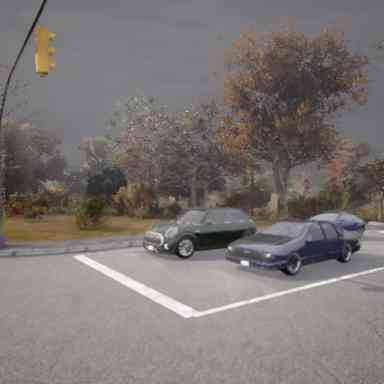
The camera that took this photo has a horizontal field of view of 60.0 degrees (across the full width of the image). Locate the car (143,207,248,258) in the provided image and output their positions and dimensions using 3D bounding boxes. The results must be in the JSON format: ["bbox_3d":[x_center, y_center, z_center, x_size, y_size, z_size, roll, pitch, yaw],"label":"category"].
[{"bbox_3d":[0.413,1.402,12.943,4.553,1.767,2.097,1,-1,-34],"label":"car"}]

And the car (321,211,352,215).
[{"bbox_3d":[7.612,1.780,18.036,4.674,1.442,1.812,2,-1,-35],"label":"car"}]

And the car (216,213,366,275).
[{"bbox_3d":[3.534,1.617,10.846,5.357,1.411,2.033,1,-1,-39],"label":"car"}]
